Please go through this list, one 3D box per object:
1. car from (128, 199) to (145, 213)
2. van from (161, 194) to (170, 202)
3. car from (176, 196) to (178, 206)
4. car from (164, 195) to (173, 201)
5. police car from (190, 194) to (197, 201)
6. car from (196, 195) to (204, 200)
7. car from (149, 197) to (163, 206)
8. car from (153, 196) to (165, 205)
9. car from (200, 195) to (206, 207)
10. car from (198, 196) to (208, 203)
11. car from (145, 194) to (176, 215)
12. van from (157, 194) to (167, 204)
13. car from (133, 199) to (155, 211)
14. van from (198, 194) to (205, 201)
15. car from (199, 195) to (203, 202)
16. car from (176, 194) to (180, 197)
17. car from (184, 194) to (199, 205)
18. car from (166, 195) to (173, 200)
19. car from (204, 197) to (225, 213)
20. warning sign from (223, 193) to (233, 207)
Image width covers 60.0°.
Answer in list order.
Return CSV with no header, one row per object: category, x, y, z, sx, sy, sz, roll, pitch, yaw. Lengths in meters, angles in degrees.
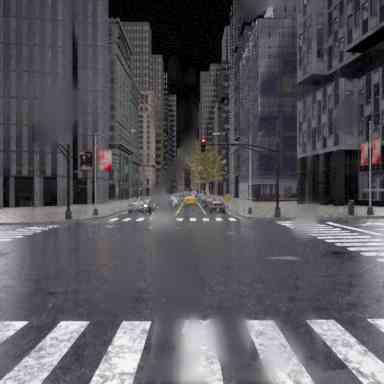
car,-5.863,1.556,36.311,2.008,1.369,4.403,0,0,0
van,-6.129,1.368,77.527,1.690,1.788,3.998,0,0,0
car,-3.247,1.608,44.575,1.895,1.301,4.718,0,0,0
car,-6.199,1.587,88.353,2.008,1.369,4.403,0,0,0
police car,0.452,1.463,90.537,1.930,1.638,5.238,0,0,0
car,2.288,1.593,94.300,2.008,1.369,4.403,0,0,0
car,-5.989,1.579,55.874,1.947,1.339,4.313,0,0,0
car,-6.023,1.541,61.117,1.752,1.417,4.829,0,0,0
car,2.592,1.553,47.251,1.887,1.381,4.507,0,0,0
car,2.425,1.589,73.146,1.947,1.339,4.313,0,0,0
car,-3.183,1.227,34.531,2.150,2.045,5.566,0,0,0
van,-6.059,1.360,66.700,1.690,1.788,3.998,0,0,0
car,-5.895,1.557,41.303,2.008,1.369,4.403,0,0,0
van,2.356,1.373,83.723,1.690,1.788,3.998,0,0,0
car,2.557,1.562,52.695,2.008,1.369,4.403,0,0,0
car,-3.301,1.538,54.617,1.812,1.442,4.674,0,0,0
car,-0.137,1.491,57.842,1.882,1.535,5.008,0,0,0
car,-6.233,1.624,93.766,1.802,1.307,4.206,0,0,0
car,2.662,1.556,36.362,2.008,1.369,4.403,0,0,0
warning sign,4.912,1.123,45.453,1.300,1.860,1.060,0,0,0
